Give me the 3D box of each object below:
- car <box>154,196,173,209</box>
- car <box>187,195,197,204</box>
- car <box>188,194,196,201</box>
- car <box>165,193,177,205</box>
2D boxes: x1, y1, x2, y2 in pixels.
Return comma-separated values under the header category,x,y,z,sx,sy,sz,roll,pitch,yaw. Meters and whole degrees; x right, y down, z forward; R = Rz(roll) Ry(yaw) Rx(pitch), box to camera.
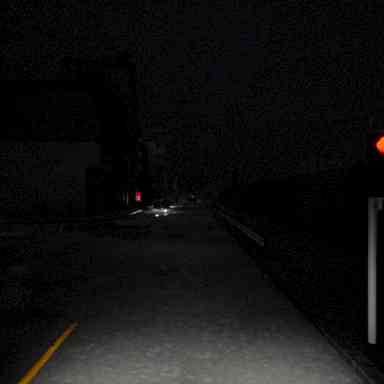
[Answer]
category,x,y,z,sx,sy,sz,roll,pitch,yaw
car,-4.058,1.564,45.686,1.994,1.385,4.181,0,0,0
car,0.051,1.491,66.268,2.128,1.511,4.902,0,0,0
car,0.057,1.310,76.688,1.882,1.535,5.008,0,0,0
car,-4.042,1.352,55.416,2.097,1.767,4.553,0,0,0
